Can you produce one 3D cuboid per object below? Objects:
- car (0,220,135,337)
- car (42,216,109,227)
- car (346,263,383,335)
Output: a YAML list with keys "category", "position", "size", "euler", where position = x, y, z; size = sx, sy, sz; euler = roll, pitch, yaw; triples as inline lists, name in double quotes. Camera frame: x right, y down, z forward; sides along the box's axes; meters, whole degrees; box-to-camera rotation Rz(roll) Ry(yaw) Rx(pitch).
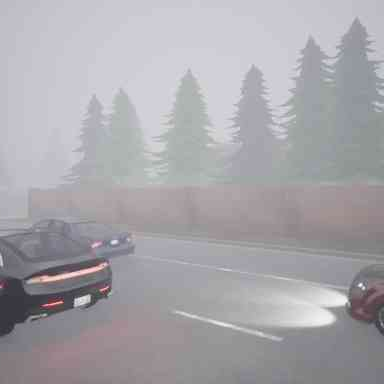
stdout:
- category: "car"
  position: [-3.686, 1.494, 6.640]
  size: [4.902, 1.511, 2.128]
  euler: [0, 0, 36]
- category: "car"
  position: [-4.365, 1.551, 11.435]
  size: [5.357, 1.411, 2.033]
  euler: [0, 0, 36]
- category: "car"
  position: [4.643, 1.563, 4.965]
  size: [4.181, 1.385, 1.994]
  euler: [0, 0, 36]
